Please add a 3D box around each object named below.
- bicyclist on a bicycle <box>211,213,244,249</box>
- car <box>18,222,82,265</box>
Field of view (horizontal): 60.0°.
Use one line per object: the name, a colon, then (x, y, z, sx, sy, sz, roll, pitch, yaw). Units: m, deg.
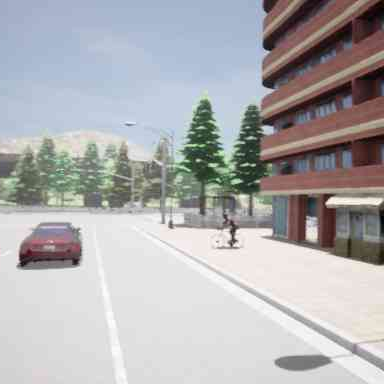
bicyclist on a bicycle: (1.620, 1.775, 15.050, 1.656, 1.620, 0.582, 1, -2, -17)
car: (-5.276, 1.825, 12.784, 1.994, 1.385, 4.181, 2, -2, -18)
